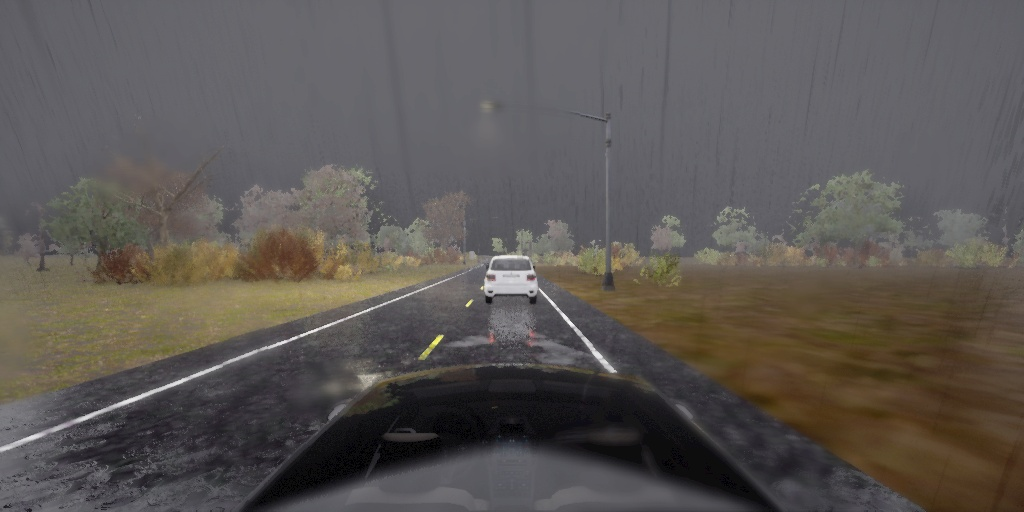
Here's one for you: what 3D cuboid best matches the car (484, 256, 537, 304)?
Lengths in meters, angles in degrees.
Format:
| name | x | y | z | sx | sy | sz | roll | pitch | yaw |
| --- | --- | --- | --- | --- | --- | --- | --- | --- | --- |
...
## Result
| name | x | y | z | sx | sy | sz | roll | pitch | yaw |
| --- | --- | --- | --- | --- | --- | --- | --- | --- | --- |
| car | -0.053 | 1.007 | 16.582 | 2.150 | 2.045 | 5.566 | 0 | 0 | 0 |
